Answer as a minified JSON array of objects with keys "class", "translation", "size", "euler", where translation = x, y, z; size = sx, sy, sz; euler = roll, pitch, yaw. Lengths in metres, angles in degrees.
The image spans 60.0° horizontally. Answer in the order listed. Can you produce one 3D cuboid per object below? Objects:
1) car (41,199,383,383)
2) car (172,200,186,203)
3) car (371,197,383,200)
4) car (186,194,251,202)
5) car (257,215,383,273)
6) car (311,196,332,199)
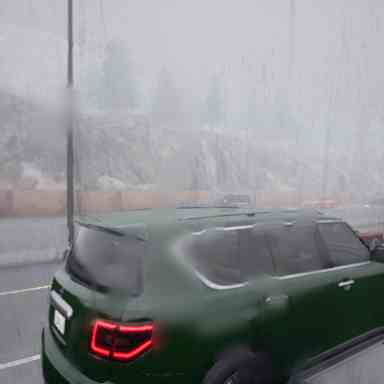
[{"class":"car","translation":[1.022,1.217,4.474],"size":[5.566,2.045,2.150],"euler":[0,0,-36]},{"class":"car","translation":[-1.012,1.524,33.361],"size":[5.357,1.411,2.033],"euler":[0,0,-35]},{"class":"car","translation":[31.614,1.473,55.775],"size":[5.357,1.411,2.033],"euler":[0,0,-34]},{"class":"car","translation":[2.624,1.200,27.359],"size":[5.566,2.045,2.150],"euler":[0,0,-35]},{"class":"car","translation":[4.563,1.588,11.292],"size":[4.718,1.301,1.895],"euler":[0,0,-35]},{"class":"car","translation":[15.486,1.305,40.673],"size":[4.553,1.767,2.097],"euler":[0,0,-34]}]
